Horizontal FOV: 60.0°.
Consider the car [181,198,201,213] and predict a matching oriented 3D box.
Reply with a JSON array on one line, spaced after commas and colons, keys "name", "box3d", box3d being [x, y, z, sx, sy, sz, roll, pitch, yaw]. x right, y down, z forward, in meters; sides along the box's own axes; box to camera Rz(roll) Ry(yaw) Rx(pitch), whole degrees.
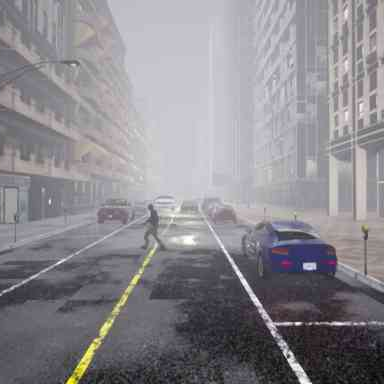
[{"name": "car", "box3d": [-0.251, 1.631, 37.133, 1.895, 1.301, 4.718, 0, 0, 0]}]

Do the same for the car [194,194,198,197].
[{"name": "car", "box3d": [1.838, 1.687, 80.321, 1.947, 1.339, 4.313, 0, 0, -1]}]

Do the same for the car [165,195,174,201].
[{"name": "car", "box3d": [-6.142, 1.596, 91.313, 1.967, 1.590, 4.097, 0, 0, -1]}]

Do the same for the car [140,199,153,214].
[{"name": "car", "box3d": [-5.636, 1.610, 35.955, 1.802, 1.307, 4.206, 1, 0, -1]}]

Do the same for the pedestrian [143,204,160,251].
[{"name": "pedestrian", "box3d": [-1.536, 1.298, 12.691, 0.375, 1.860, 0.375, 1, -1, -1]}]

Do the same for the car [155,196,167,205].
[{"name": "car", "box3d": [-5.888, 1.518, 63.634, 1.967, 1.590, 4.097, 1, 0, -1]}]

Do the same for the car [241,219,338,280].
[{"name": "car", "box3d": [2.662, 1.529, 9.883, 1.812, 1.442, 4.674, 0, 0, -1]}]

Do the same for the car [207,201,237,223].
[{"name": "car", "box3d": [2.346, 1.596, 24.968, 1.802, 1.307, 4.206, 1, 0, -1]}]

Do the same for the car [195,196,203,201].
[{"name": "car", "box3d": [1.786, 1.664, 86.027, 1.752, 1.417, 4.829, 0, 0, -1]}]

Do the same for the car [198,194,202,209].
[{"name": "car", "box3d": [2.196, 1.352, 41.573, 2.192, 1.841, 5.009, 1, 0, -1]}]

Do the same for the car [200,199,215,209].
[{"name": "car", "box3d": [2.143, 1.628, 47.109, 1.802, 1.307, 4.206, 0, 0, -1]}]

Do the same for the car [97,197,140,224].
[{"name": "car", "box3d": [-5.531, 1.329, 24.884, 2.192, 1.841, 5.009, 1, 0, -1]}]

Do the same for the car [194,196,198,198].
[{"name": "car", "box3d": [-0.393, 1.647, 47.303, 1.895, 1.301, 4.718, 0, 0, 0]}]

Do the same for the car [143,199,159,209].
[{"name": "car", "box3d": [-5.737, 1.628, 47.027, 1.802, 1.307, 4.206, 1, 0, -1]}]

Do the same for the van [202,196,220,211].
[{"name": "van", "box3d": [2.247, 1.370, 36.038, 1.690, 1.788, 3.998, 1, 0, -1]}]

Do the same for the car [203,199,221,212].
[{"name": "car", "box3d": [2.295, 1.603, 30.504, 1.802, 1.307, 4.206, 1, 0, -1]}]

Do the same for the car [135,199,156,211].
[{"name": "car", "box3d": [-5.686, 1.588, 41.491, 2.008, 1.369, 4.403, 1, 0, -1]}]

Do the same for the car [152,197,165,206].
[{"name": "car", "box3d": [-5.838, 1.611, 58.099, 1.887, 1.381, 4.507, 1, 0, -1]}]

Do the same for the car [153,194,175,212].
[{"name": "car", "box3d": [-3.217, 1.256, 40.476, 2.150, 2.045, 5.566, 0, 0, -1]}]
